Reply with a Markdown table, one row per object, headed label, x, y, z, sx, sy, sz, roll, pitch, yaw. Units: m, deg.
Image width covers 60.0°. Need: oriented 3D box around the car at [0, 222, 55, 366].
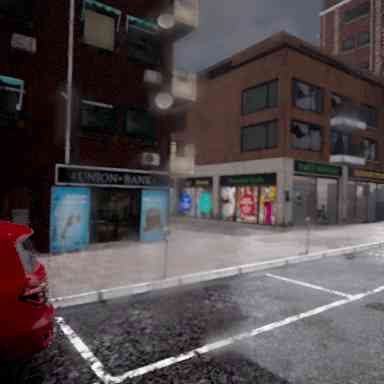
| label | x | y | z | sx | sy | sz | roll | pitch | yaw |
| --- | --- | --- | --- | --- | --- | --- | --- | --- | --- |
| car | -3.995 | 1.312 | 3.214 | 5.009 | 1.841 | 2.192 | 0 | 2 | -35 |
